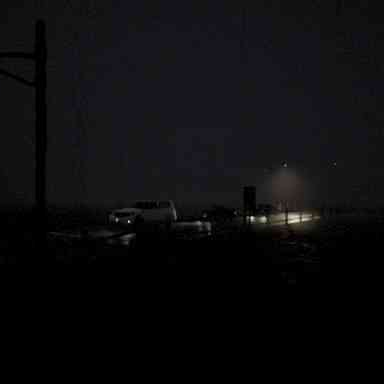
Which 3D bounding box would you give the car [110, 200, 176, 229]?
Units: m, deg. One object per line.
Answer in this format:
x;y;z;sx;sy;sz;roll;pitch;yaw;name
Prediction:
-3.449;1.584;24.626;2.150;2.045;5.566;0;-1;35;car

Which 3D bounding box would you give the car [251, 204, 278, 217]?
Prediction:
9.296;2.266;42.490;1.882;1.535;5.008;0;-1;36;car

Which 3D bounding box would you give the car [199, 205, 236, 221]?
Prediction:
2.626;2.055;33.150;2.128;1.511;4.902;0;-1;36;car
